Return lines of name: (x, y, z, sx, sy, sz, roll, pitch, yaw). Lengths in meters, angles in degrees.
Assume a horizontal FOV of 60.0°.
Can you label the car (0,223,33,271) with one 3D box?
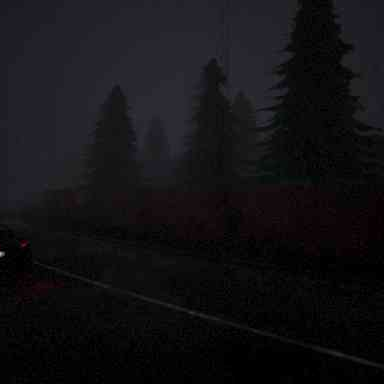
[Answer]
car: (-6.442, 1.588, 9.964, 4.181, 1.385, 1.994, 0, 0, 44)
